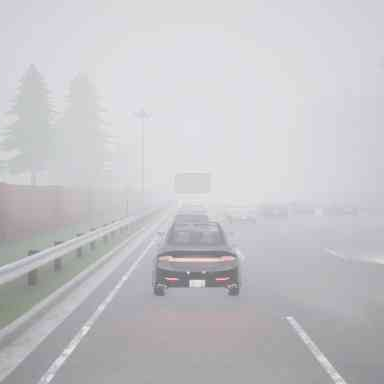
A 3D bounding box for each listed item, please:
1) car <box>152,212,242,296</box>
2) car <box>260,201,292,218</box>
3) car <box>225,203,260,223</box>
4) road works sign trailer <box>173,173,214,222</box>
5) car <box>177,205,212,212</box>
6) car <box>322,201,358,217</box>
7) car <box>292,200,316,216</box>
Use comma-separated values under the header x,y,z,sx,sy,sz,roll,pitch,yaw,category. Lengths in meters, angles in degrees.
x,y,z,sx,sy,sz,roll,pitch,yaw,category
0.096,1.491,8.627,2.128,1.511,4.902,0,0,0,car
7.086,1.564,29.761,1.994,1.385,4.181,0,0,0,car
3.590,1.526,25.212,1.812,1.442,4.674,0,0,1,car
0.060,0.464,22.973,2.380,3.560,2.880,0,0,-2,road works sign trailer
0.097,1.474,19.053,1.882,1.535,5.008,0,0,4,car
14.085,1.563,31.885,1.994,1.385,4.181,0,0,0,car
10.583,1.547,33.145,2.033,1.411,5.357,0,0,0,car
